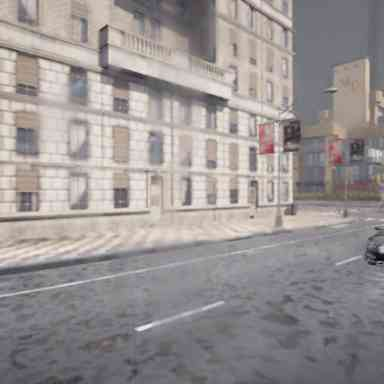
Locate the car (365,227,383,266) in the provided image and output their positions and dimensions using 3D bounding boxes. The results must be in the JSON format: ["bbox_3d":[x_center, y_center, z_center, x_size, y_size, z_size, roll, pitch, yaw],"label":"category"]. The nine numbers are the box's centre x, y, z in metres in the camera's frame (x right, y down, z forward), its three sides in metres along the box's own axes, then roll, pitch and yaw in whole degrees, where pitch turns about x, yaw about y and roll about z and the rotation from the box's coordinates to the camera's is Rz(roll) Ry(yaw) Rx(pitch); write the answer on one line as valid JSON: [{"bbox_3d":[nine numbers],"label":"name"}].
[{"bbox_3d":[7.234,1.507,10.633,4.902,1.511,2.128,0,0,-42],"label":"car"}]
